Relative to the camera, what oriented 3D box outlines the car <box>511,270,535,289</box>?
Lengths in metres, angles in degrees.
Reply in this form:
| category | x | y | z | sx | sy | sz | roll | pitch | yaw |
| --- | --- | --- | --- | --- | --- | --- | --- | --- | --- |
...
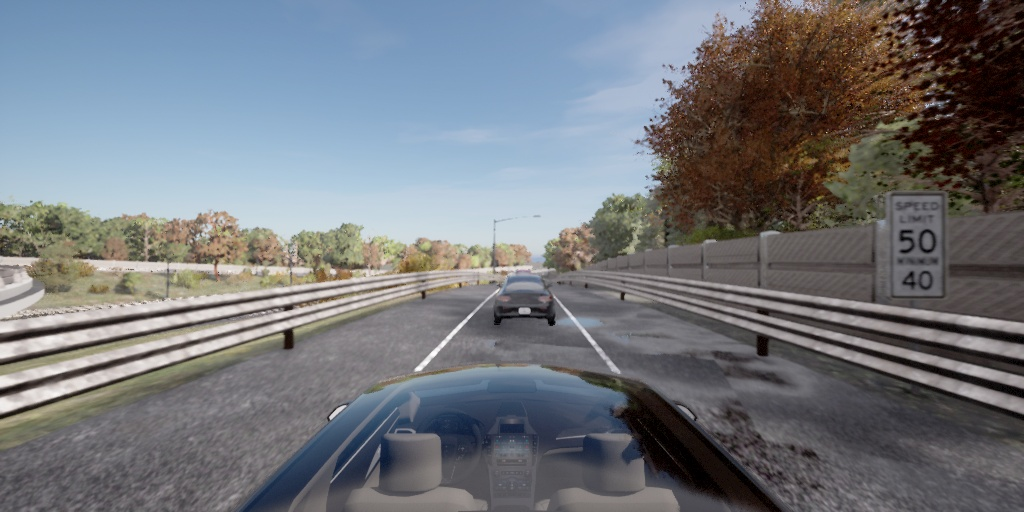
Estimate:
| category | x | y | z | sx | sy | sz | roll | pitch | yaw |
| --- | --- | --- | --- | --- | --- | --- | --- | --- | --- |
| car | 0.887 | 1.854 | 28.781 | 1.812 | 1.442 | 4.674 | 0 | -3 | 2 |

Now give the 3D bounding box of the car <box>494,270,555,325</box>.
| category | x | y | z | sx | sy | sz | roll | pitch | yaw |
| --- | --- | --- | --- | --- | --- | --- | --- | --- | --- |
| car | 0.414 | 1.358 | 12.090 | 1.812 | 1.442 | 4.674 | 0 | -1 | 2 |
